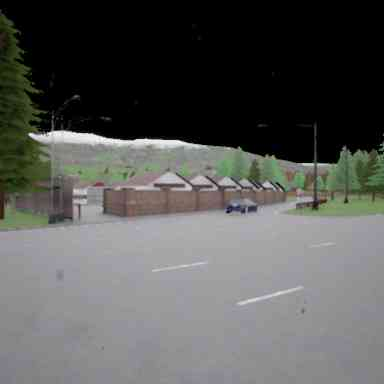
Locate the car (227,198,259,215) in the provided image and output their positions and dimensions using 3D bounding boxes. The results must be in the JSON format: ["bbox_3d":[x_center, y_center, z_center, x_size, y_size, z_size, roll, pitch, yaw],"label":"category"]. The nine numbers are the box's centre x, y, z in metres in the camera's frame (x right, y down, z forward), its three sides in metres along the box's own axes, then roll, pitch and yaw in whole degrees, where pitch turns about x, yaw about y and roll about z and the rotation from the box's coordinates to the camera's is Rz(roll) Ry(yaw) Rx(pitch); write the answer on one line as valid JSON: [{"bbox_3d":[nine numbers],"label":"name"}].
[{"bbox_3d":[5.499,1.403,35.477,2.097,1.767,4.553,0,0,33],"label":"car"}]
